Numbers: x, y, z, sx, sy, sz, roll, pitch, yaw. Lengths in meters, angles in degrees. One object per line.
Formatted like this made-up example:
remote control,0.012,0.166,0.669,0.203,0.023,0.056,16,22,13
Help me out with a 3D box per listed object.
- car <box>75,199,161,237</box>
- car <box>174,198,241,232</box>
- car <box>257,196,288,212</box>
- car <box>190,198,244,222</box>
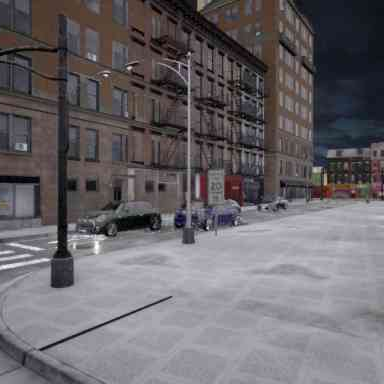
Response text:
car,-3.727,1.218,17.331,2.097,1.767,4.553,0,1,37
car,1.025,1.195,19.266,2.097,1.767,4.553,0,1,36
car,8.305,1.214,34.005,2.128,1.511,4.902,0,1,36
car,2.008,1.300,25.260,1.837,1.490,4.892,0,1,36
